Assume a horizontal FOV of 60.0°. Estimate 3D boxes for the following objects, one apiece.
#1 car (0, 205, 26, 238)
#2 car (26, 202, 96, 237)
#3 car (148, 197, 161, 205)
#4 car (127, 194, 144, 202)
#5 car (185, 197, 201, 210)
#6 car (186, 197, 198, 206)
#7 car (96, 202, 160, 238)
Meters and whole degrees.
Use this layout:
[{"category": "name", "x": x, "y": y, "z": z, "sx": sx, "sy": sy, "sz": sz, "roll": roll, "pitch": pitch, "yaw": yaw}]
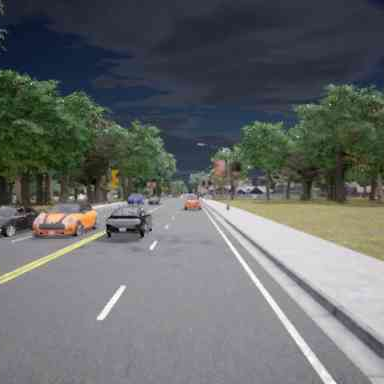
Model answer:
[{"category": "car", "x": -9.851, "y": 1.505, "z": 17.902, "sx": 1.837, "sy": 1.490, "sz": 4.892, "roll": 0, "pitch": 0, "yaw": 0}, {"category": "car", "x": -6.600, "y": 1.352, "z": 17.857, "sx": 2.097, "sy": 1.767, "sz": 4.553, "roll": 0, "pitch": 0, "yaw": 0}, {"category": "car", "x": -6.550, "y": 1.560, "z": 58.232, "sx": 1.882, "sy": 1.535, "sz": 5.008, "roll": 0, "pitch": 0, "yaw": 0}, {"category": "car", "x": -9.797, "y": 1.305, "z": 58.190, "sx": 2.150, "sy": 2.045, "sz": 5.566, "roll": 0, "pitch": 0, "yaw": 1}, {"category": "car", "x": 0.097, "y": 1.388, "z": 44.311, "sx": 2.097, "sy": 1.767, "sz": 4.553, "roll": 0, "pitch": 0, "yaw": 0}, {"category": "car", "x": -0.004, "y": 1.583, "z": 56.960, "sx": 1.837, "sy": 1.490, "sz": 4.892, "roll": 0, "pitch": 0, "yaw": 0}, {"category": "car", "x": -3.151, "y": 1.491, "z": 17.493, "sx": 2.128, "sy": 1.511, "sz": 4.902, "roll": 0, "pitch": 0, "yaw": 0}]
